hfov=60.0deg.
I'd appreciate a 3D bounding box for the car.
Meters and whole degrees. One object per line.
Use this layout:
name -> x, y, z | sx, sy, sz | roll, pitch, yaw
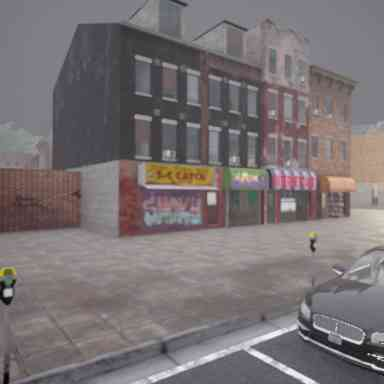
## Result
car -> 3.519, 1.553, 5.307 | 4.403, 1.369, 2.008 | 0, 0, -35
